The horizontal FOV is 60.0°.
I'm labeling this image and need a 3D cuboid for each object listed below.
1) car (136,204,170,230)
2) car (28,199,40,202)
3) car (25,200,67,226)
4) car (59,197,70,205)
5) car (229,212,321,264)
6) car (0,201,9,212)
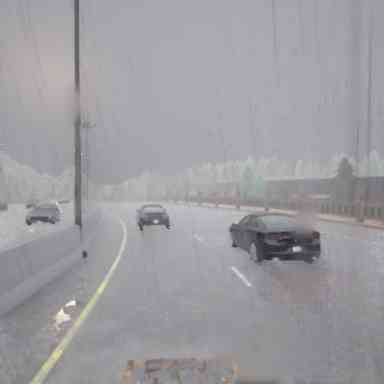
[{"bbox_3d":[-2.557,1.516,21.224,1.812,1.442,4.674,0,0,-13],"label":"car"},{"bbox_3d":[-22.250,1.649,47.083,2.033,1.411,5.357,0,0,-19],"label":"car"},{"bbox_3d":[-10.705,1.590,24.311,2.033,1.411,5.357,0,0,-16],"label":"car"},{"bbox_3d":[-24.024,1.617,62.584,1.812,1.442,4.674,0,0,-19],"label":"car"},{"bbox_3d":[2.656,1.450,11.790,1.882,1.535,5.008,0,0,-7],"label":"car"},{"bbox_3d":[-23.365,1.722,39.745,1.895,1.301,4.718,0,0,-20],"label":"car"}]
